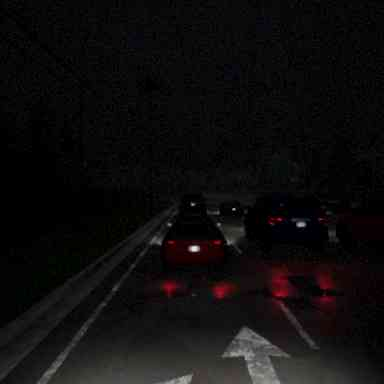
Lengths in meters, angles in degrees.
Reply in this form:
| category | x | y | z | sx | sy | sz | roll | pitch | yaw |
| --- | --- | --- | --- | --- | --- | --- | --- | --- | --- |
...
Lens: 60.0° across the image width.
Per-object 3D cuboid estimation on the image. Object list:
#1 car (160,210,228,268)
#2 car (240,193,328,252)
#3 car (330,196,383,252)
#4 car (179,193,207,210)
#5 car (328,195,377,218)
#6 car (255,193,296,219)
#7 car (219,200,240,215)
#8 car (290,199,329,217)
| category | x | y | z | sx | sy | sz | roll | pitch | yaw |
| --- | --- | --- | --- | --- | --- | --- | --- | --- | --- |
| car | 0.070 | 1.513 | 11.108 | 1.994 | 1.385 | 4.181 | 0 | 0 | 0 |
| car | 3.583 | 1.158 | 13.630 | 2.150 | 2.045 | 5.566 | 0 | 0 | 0 |
| car | 7.070 | 1.165 | 11.542 | 2.150 | 2.045 | 5.566 | 0 | 0 | 1 |
| car | 0.082 | 1.088 | 28.760 | 2.150 | 2.045 | 5.566 | 0 | 0 | 0 |
| car | 14.081 | 1.217 | 29.523 | 2.097 | 1.767 | 4.553 | 0 | 0 | 0 |
| car | 7.083 | 1.089 | 28.739 | 2.150 | 2.045 | 5.566 | 0 | 0 | 0 |
| car | 3.584 | 1.425 | 30.454 | 1.994 | 1.385 | 4.181 | 0 | 0 | 0 |
| car | 10.584 | 1.426 | 30.294 | 1.994 | 1.385 | 4.181 | 0 | 0 | 0 |
